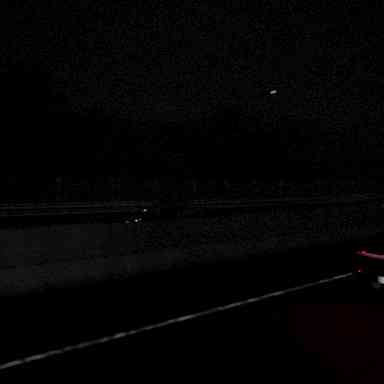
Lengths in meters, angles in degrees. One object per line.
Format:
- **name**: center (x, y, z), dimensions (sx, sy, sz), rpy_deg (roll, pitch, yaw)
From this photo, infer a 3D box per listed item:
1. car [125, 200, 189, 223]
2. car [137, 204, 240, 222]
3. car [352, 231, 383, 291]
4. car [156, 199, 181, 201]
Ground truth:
- **car**: center (-1.597, 1.479, 19.969), dimensions (4.892, 1.490, 1.837), rpy_deg (0, 0, -35)
- **car**: center (0.211, 1.524, 16.972), dimensions (5.357, 1.411, 2.033), rpy_deg (0, 0, -35)
- **car**: center (5.685, 1.475, 7.734), dimensions (4.902, 1.511, 2.128), rpy_deg (0, 0, -35)
- **car**: center (-2.046, 1.318, 23.921), dimensions (4.553, 1.767, 2.097), rpy_deg (0, 0, -35)
